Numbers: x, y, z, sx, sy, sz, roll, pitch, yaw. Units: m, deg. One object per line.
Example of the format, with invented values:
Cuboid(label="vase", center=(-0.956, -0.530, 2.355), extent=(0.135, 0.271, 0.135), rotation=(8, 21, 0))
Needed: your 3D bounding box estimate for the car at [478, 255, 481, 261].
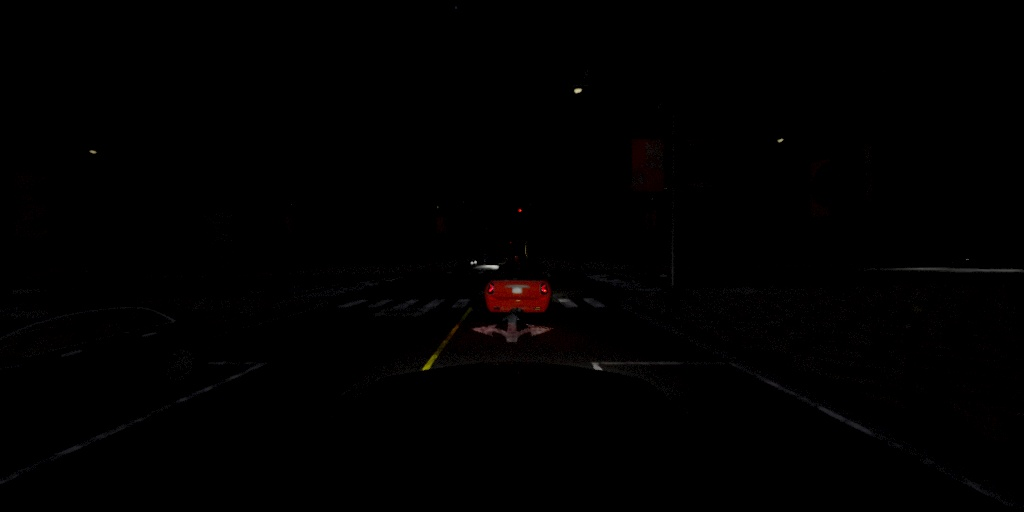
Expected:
Cuboid(label="car", center=(-6.012, 0.890, 51.287), extent=(2.007, 1.370, 4.403), rotation=(0, 0, -1))

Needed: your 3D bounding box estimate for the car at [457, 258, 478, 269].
Cuboid(label="car", center=(-5.965, 0.930, 46.295), extent=(2.007, 1.370, 4.403), rotation=(0, 0, -1))

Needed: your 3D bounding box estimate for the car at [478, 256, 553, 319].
Cuboid(label="car", center=(0.322, 1.015, 12.602), extent=(2.097, 1.767, 4.553), rotation=(0, 0, 5))

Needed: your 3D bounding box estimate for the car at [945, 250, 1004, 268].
Cuboid(label="car", center=(40.627, 0.256, 31.075), extent=(4.902, 1.511, 2.128), rotation=(-1, 1, 0))

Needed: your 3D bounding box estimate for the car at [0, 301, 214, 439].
Cuboid(label="car", center=(-5.763, 1.280, 4.114), extent=(2.007, 1.370, 4.403), rotation=(0, 0, 0))

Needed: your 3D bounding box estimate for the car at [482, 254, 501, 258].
Cuboid(label="car", center=(-3.379, 0.755, 60.747), extent=(2.128, 1.511, 4.902), rotation=(0, 1, 0))

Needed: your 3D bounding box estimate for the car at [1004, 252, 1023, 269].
Cuboid(label="car", center=(42.067, 0.374, 27.827), extent=(4.718, 1.301, 1.895), rotation=(-1, 1, 0))
